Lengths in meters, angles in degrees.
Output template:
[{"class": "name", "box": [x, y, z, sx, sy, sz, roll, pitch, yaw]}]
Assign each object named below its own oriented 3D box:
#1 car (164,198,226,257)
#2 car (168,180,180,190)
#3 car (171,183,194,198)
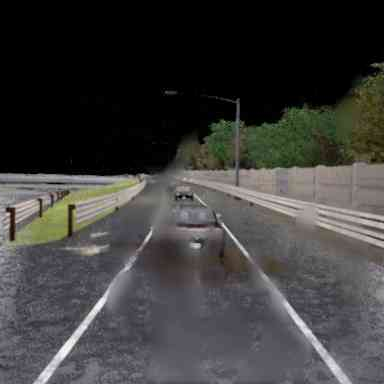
[{"class": "car", "box": [0.051, 1.197, 11.655, 2.128, 1.511, 4.902, 0, 2, -1]}, {"class": "car", "box": [-2.762, -1.145, 53.291, 2.033, 1.411, 5.357, 0, 4, -6]}, {"class": "car", "box": [-0.919, 0.103, 34.455, 1.895, 1.301, 4.718, 0, 4, -4]}]
